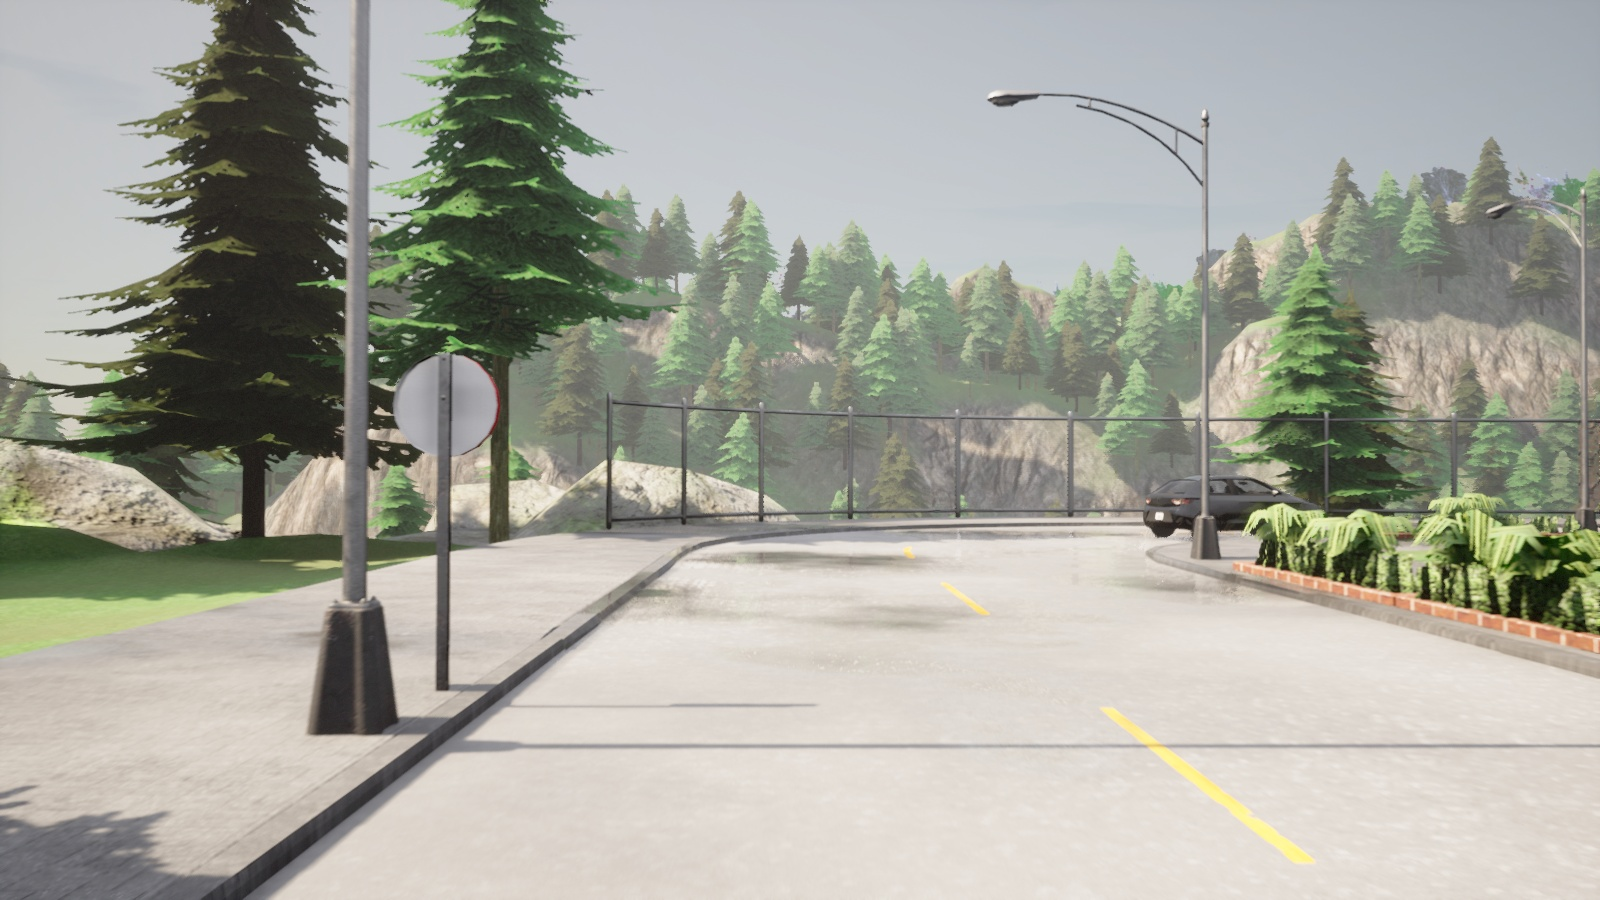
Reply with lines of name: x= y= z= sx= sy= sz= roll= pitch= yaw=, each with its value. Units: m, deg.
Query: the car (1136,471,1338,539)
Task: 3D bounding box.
car: x=10.093 y=1.231 z=29.051 sx=4.193 sy=1.474 sz=1.816 roll=0 pitch=-1 yaw=-20
